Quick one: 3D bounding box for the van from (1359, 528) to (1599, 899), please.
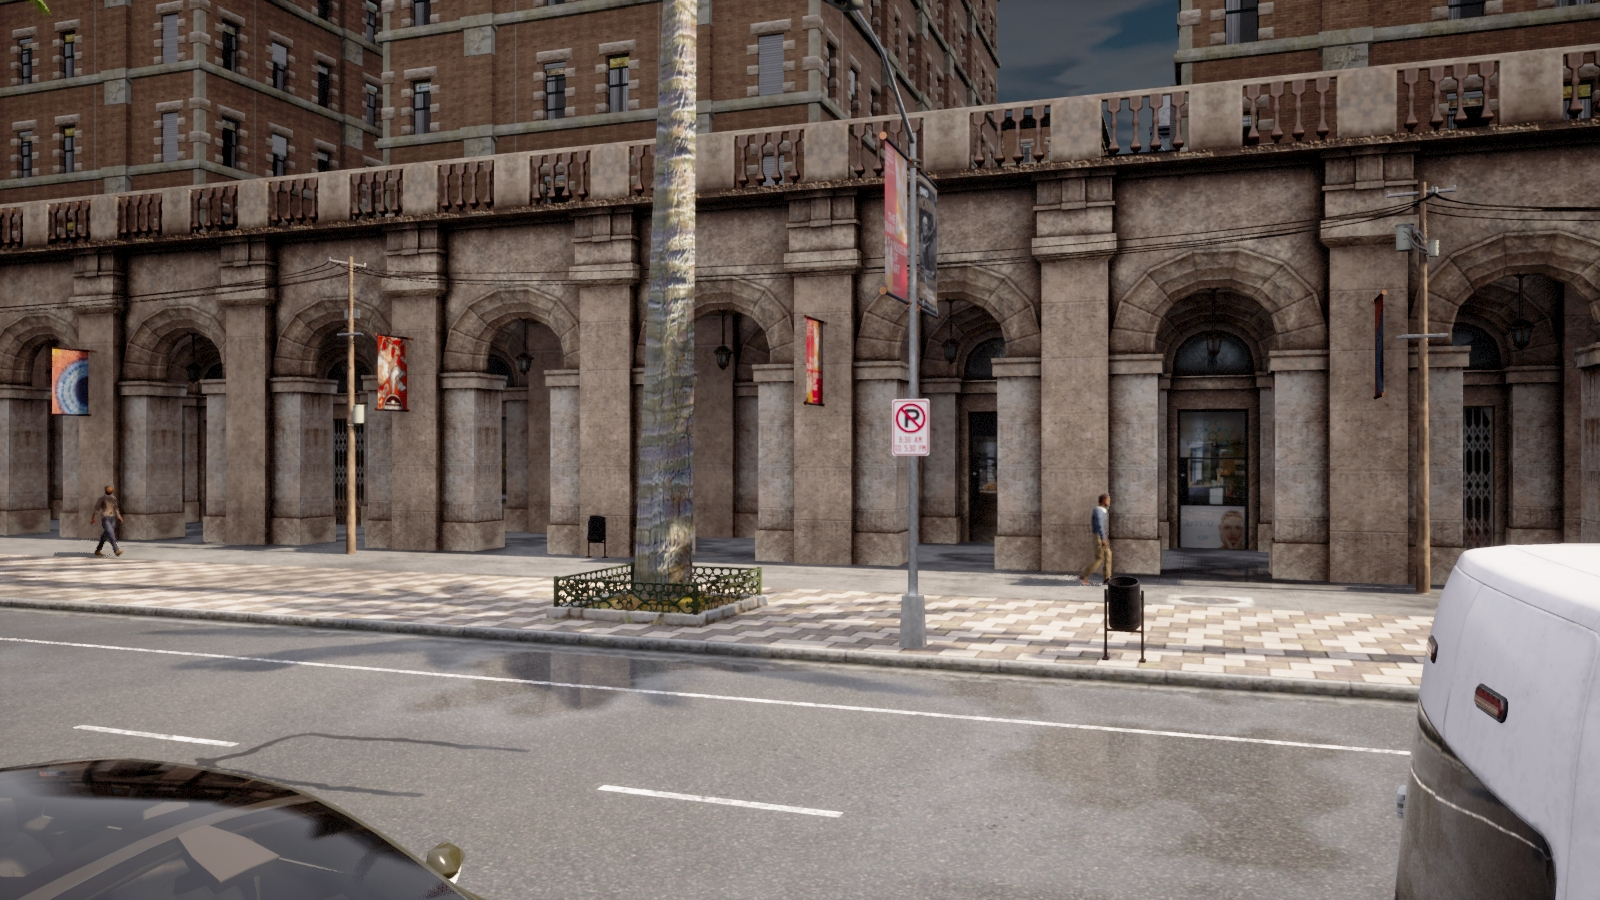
[{"bbox_3d":[4.249,1.534,1.754,5.915,2.561,1.988,0,0,20],"label":"van"}]

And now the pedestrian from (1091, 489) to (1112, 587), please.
[{"bbox_3d":[5.828,1.696,22.081,0.375,1.860,0.375,0,0,20],"label":"pedestrian"}]

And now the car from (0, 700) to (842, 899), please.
[{"bbox_3d":[-2.519,2.061,4.220,4.892,1.480,2.231,0,0,20],"label":"car"}]

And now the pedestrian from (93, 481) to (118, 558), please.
[{"bbox_3d":[-17.052,1.696,28.067,0.375,1.860,0.375,0,0,20],"label":"pedestrian"}]
